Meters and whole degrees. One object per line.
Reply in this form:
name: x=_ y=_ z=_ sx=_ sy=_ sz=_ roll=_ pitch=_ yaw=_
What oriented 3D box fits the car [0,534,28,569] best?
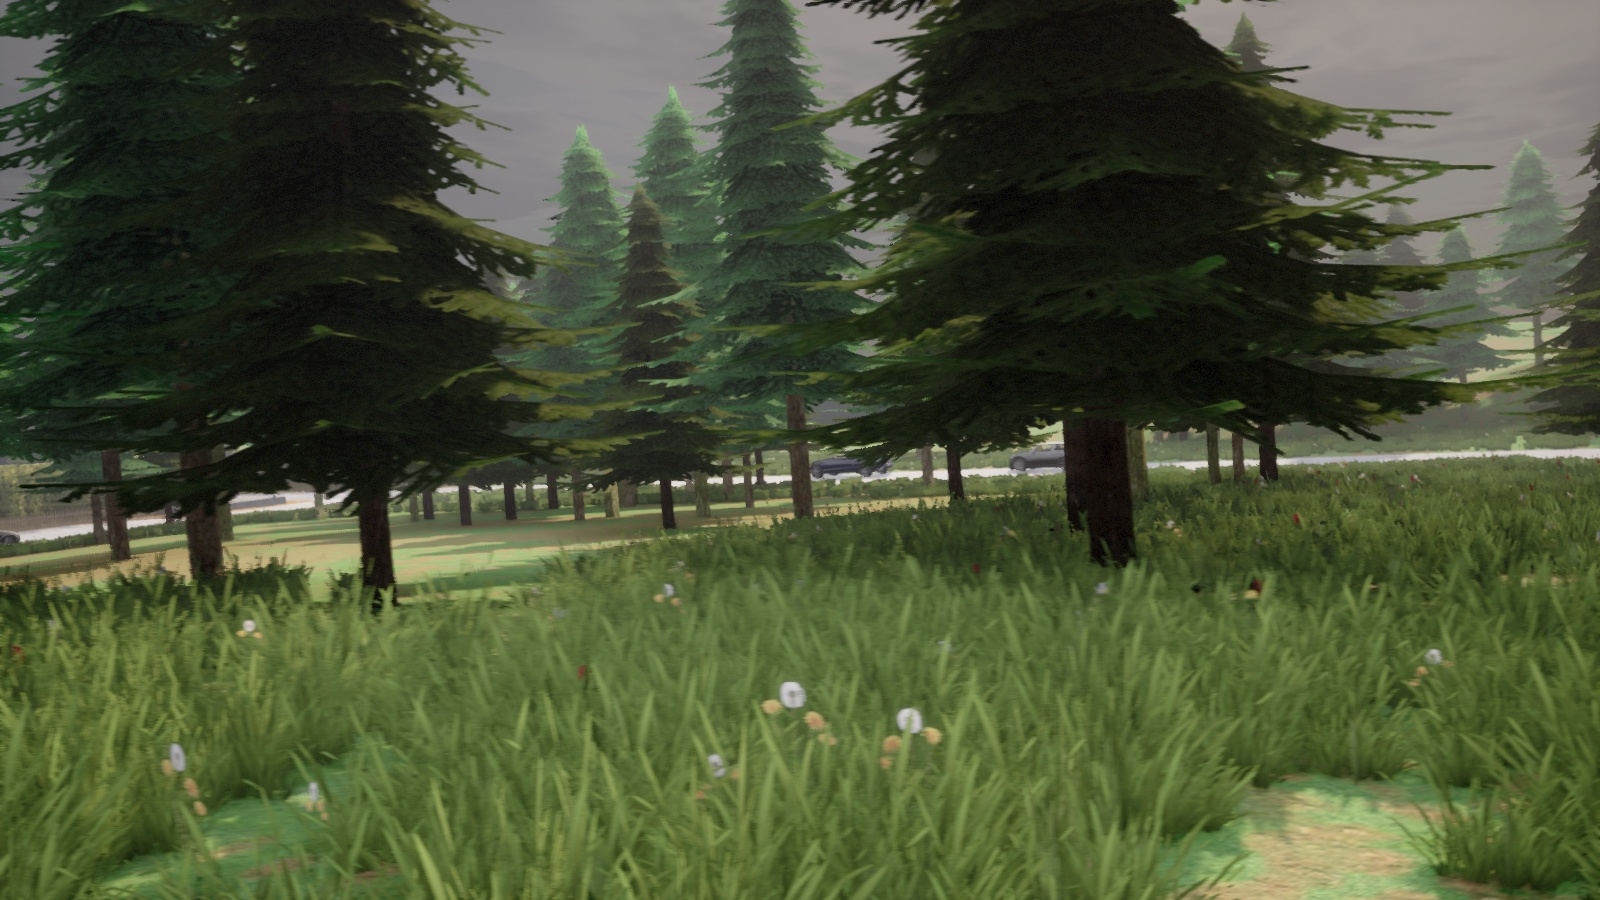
car: x=-42.469 y=5.441 z=64.780 sx=1.851 sy=1.617 sz=3.988 roll=-4 pitch=3 yaw=34

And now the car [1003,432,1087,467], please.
car: x=13.085 y=-0.002 z=67.154 sx=3.806 sy=1.475 sz=1.970 roll=-4 pitch=3 yaw=33

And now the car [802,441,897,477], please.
car: x=2.887 y=0.523 z=73.783 sx=5.027 sy=1.651 sz=2.152 roll=-4 pitch=3 yaw=33
